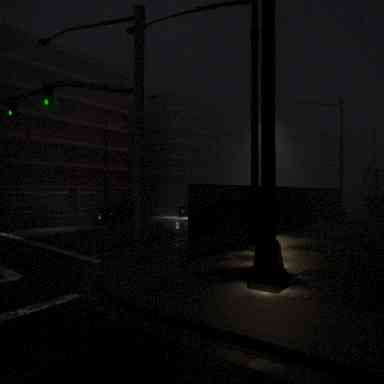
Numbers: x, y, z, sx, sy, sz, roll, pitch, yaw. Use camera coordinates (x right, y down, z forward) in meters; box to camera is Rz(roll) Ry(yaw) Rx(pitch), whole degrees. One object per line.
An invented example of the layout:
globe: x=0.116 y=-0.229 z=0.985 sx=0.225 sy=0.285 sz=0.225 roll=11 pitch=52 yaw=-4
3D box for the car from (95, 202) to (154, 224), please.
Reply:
car: x=-4.911 y=1.491 z=24.772 sx=2.128 sy=1.511 sz=4.902 roll=0 pitch=0 yaw=35

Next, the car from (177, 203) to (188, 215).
car: x=0.527 y=1.505 z=32.516 sx=1.837 sy=1.490 sz=4.892 roll=0 pitch=0 yaw=35
